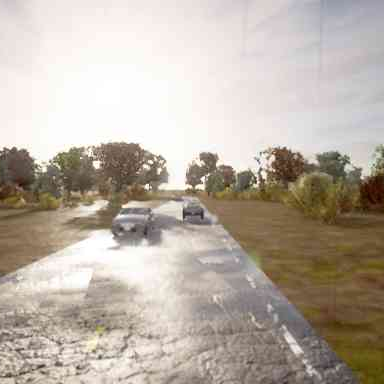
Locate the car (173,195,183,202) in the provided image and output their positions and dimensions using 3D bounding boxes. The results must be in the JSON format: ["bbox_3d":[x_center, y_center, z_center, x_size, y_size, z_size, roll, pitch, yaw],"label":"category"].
[{"bbox_3d":[-3.022,1.355,73.306,2.097,1.767,4.553,0,0,0],"label":"car"}]

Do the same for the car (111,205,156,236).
[{"bbox_3d":[-3.105,1.501,18.438,2.128,1.511,4.902,0,0,0],"label":"car"}]

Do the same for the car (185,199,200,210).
[{"bbox_3d":[0.086,1.616,43.972,1.895,1.301,4.718,0,0,0],"label":"car"}]

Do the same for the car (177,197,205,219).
[{"bbox_3d":[0.092,1.506,29.077,2.128,1.511,4.902,0,0,0],"label":"car"}]
